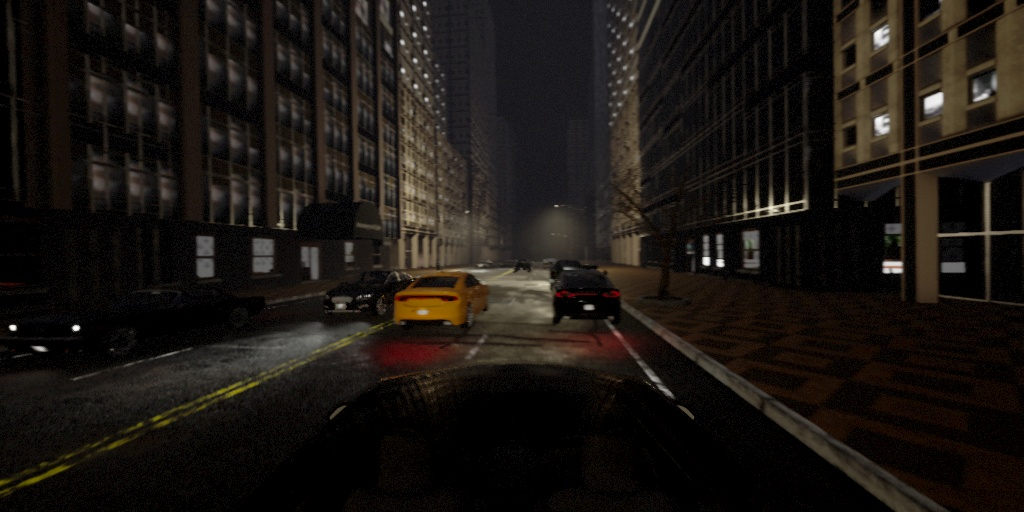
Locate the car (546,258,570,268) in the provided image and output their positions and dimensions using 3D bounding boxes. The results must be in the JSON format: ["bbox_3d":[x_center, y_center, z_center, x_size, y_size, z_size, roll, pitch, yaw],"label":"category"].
[{"bbox_3d":[3.293,0.992,21.601,2.097,1.767,4.553,-1,0,6],"label":"car"}]

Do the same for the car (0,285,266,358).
[{"bbox_3d":[-8.915,1.475,9.137,1.895,1.301,4.718,-1,0,6],"label":"car"}]

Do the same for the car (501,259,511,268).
[{"bbox_3d":[-0.565,1.188,56.405,2.033,1.411,5.357,-1,0,7],"label":"car"}]

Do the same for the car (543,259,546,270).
[{"bbox_3d":[5.259,1.045,48.992,2.128,1.511,4.902,-1,0,6],"label":"car"}]

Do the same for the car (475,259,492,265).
[{"bbox_3d":[-4.180,1.195,53.275,2.128,1.511,4.902,-1,0,6],"label":"car"}]

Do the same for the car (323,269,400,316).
[{"bbox_3d":[-5.155,1.291,13.747,2.128,1.511,4.902,-1,0,6],"label":"car"}]

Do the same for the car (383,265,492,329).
[{"bbox_3d":[-1.945,1.230,11.342,1.882,1.535,5.008,-1,0,6],"label":"car"}]

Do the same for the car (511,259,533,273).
[{"bbox_3d":[1.305,1.135,41.849,1.837,1.490,4.892,-1,0,6],"label":"car"}]

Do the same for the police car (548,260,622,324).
[{"bbox_3d":[2.250,1.107,11.796,1.930,1.638,5.238,-1,0,6],"label":"police car"}]
